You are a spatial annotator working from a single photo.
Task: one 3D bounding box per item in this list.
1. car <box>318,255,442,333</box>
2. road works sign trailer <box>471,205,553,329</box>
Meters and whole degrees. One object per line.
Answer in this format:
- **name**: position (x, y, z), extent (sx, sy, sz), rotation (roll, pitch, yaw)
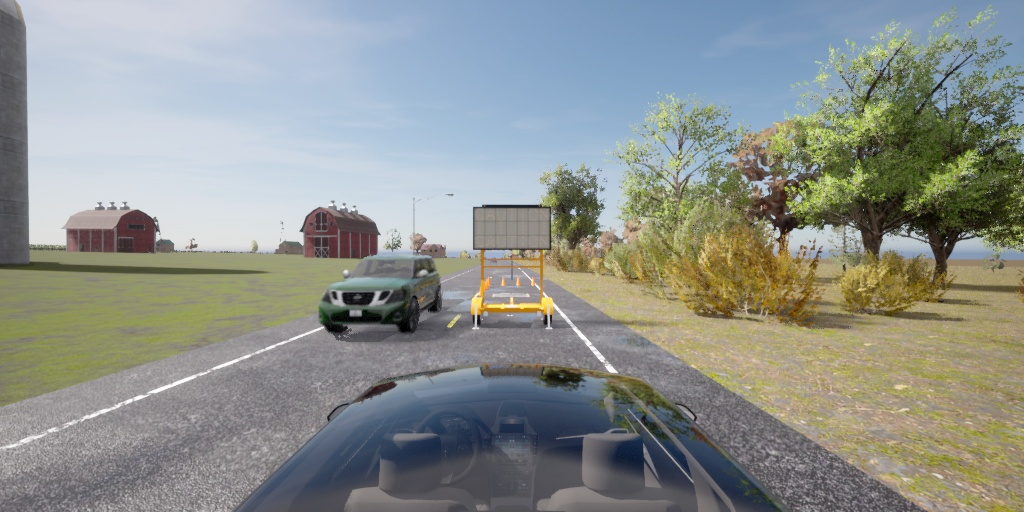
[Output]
- **car**: position (-3.623, 0.969, 11.052), extent (2.150, 2.045, 5.566), rotation (0, 0, 0)
- **road works sign trailer**: position (-0.001, 0.212, 11.169), extent (2.380, 3.560, 2.880), rotation (0, 0, -1)
